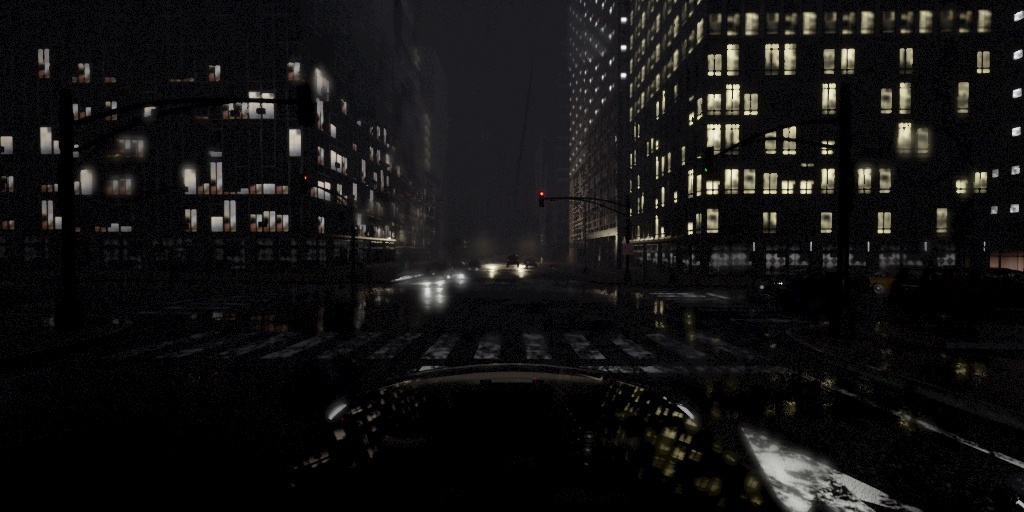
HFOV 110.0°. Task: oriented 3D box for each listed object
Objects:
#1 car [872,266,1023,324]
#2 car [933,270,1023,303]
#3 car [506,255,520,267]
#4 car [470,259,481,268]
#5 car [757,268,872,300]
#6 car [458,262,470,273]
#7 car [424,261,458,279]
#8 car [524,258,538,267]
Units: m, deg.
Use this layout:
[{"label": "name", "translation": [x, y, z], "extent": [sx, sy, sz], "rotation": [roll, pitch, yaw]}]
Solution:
[{"label": "car", "translation": [16.216, 1.281, 12.444], "extent": [5.009, 1.841, 2.192], "rotation": [0, 0, 1]}, {"label": "car", "translation": [25.105, 1.500, 18.050], "extent": [5.357, 1.411, 2.033], "rotation": [0, 1, 1]}, {"label": "car", "translation": [0.150, 0.925, 62.880], "extent": [2.150, 2.045, 5.566], "rotation": [0, 0, 0]}, {"label": "car", "translation": [-6.408, 1.252, 61.887], "extent": [2.033, 1.411, 5.357], "rotation": [0, 0, 1]}, {"label": "car", "translation": [15.281, 1.357, 18.275], "extent": [4.902, 1.511, 2.128], "rotation": [1, 1, 2]}, {"label": "car", "translation": [-6.503, 1.326, 42.644], "extent": [1.895, 1.301, 4.718], "rotation": [0, 0, 0]}, {"label": "car", "translation": [-6.529, 1.225, 32.352], "extent": [2.128, 1.511, 4.902], "rotation": [0, 0, 0]}, {"label": "car", "translation": [3.402, 1.229, 63.259], "extent": [1.812, 1.442, 4.674], "rotation": [0, 0, 0]}]
